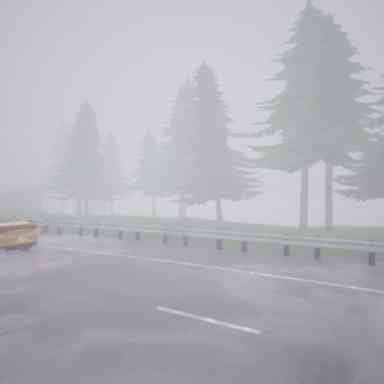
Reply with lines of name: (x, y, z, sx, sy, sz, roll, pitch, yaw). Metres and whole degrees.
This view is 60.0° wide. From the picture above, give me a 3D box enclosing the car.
car: (-7.889, 1.416, 12.193, 5.008, 1.535, 1.882, 0, 0, 27)
